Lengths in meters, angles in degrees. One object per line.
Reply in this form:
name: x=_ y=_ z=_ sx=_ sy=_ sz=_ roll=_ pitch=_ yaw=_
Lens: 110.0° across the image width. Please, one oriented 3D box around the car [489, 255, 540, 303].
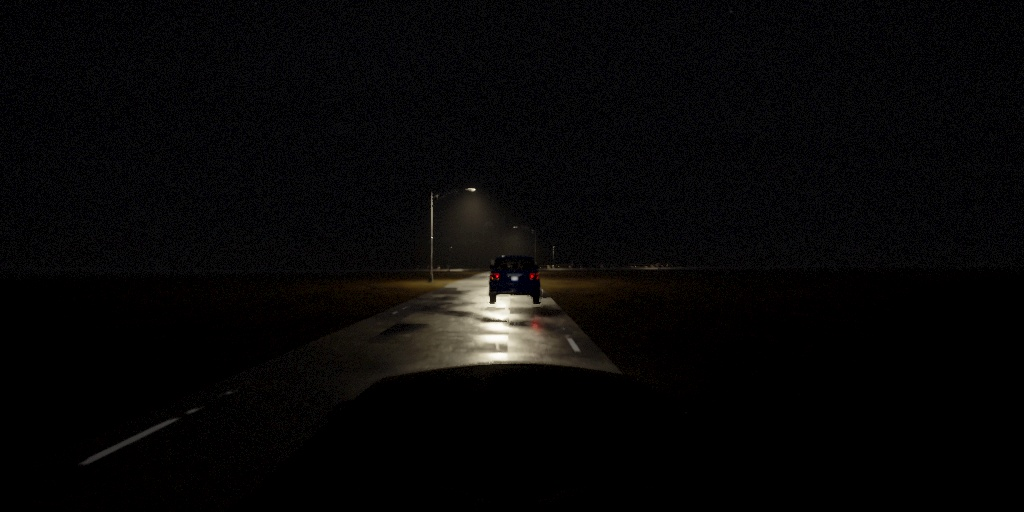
car: x=0.106 y=0.994 z=16.823 sx=2.150 sy=2.045 sz=5.566 roll=0 pitch=0 yaw=0
